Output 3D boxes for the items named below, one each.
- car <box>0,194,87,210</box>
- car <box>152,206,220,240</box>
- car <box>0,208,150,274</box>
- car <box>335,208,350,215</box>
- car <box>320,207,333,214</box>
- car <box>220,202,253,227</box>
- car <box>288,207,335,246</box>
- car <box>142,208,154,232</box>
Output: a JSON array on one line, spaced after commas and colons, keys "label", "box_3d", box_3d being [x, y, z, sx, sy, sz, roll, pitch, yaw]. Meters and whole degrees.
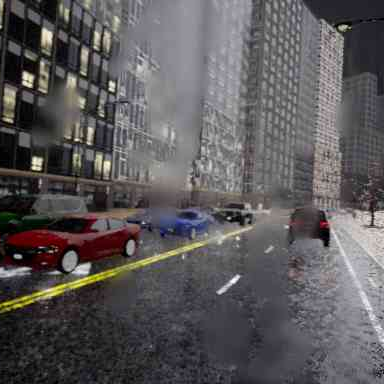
[{"label": "car", "box_3d": [-6.250, 1.090, 12.748, 2.150, 2.045, 5.566, 3, -1, 21]}, {"label": "car", "box_3d": [-0.176, 1.791, 19.458, 1.882, 1.535, 5.008, 3, -1, 21]}, {"label": "car", "box_3d": [-3.529, 1.459, 10.808, 1.882, 1.535, 5.008, 3, -1, 21]}, {"label": "car", "box_3d": [36.467, 4.789, 81.281, 1.812, 1.442, 4.674, 2, -1, 34]}, {"label": "car", "box_3d": [33.252, 4.621, 82.306, 1.837, 1.490, 4.892, 2, -1, 34]}, {"label": "car", "box_3d": [4.120, 1.959, 30.497, 2.150, 2.045, 5.566, 3, -1, 21]}, {"label": "car", "box_3d": [7.029, 1.928, 19.778, 2.150, 2.045, 5.566, 3, -1, 21]}, {"label": "car", "box_3d": [-2.565, 1.783, 22.294, 2.033, 1.411, 5.357, 3, -1, 21]}]
